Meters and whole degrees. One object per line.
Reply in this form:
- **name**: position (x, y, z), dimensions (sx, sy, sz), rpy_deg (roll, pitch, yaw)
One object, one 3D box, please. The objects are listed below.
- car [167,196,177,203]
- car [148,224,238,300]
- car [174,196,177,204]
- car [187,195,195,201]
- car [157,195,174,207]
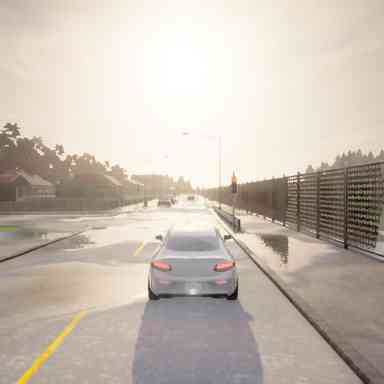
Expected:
- **car**: position (-4.225, 1.524, 71.625), dimensions (1.812, 1.442, 4.674), rpy_deg (0, 0, 0)
- **car**: position (0.029, 1.526, 8.243), dimensions (1.812, 1.442, 4.674), rpy_deg (0, 0, 0)
- **car**: position (-4.257, 1.352, 61.712), dimensions (2.097, 1.767, 4.553), rpy_deg (0, 0, 0)
- **car**: position (-0.275, 1.478, 86.366), dimensions (1.882, 1.535, 5.008), rpy_deg (0, 0, 0)
- **car**: position (-4.256, 1.478, 51.782), dimensions (1.882, 1.535, 5.008), rpy_deg (0, 0, 0)
